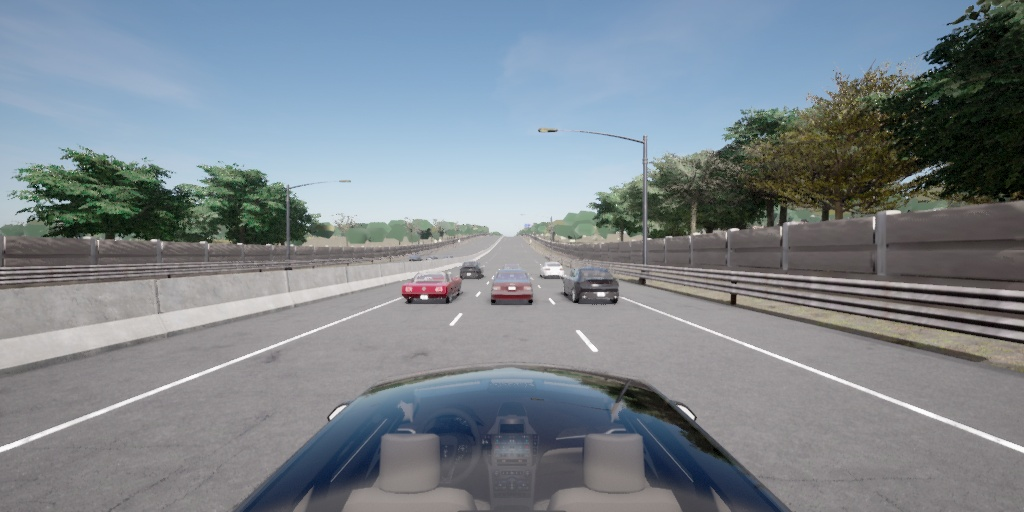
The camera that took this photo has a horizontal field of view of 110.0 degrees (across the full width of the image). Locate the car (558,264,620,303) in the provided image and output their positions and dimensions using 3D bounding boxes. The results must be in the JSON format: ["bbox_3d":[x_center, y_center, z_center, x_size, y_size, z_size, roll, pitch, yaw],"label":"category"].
[{"bbox_3d":[3.500,1.259,16.517,1.837,1.490,4.892,0,0,0],"label":"car"}]

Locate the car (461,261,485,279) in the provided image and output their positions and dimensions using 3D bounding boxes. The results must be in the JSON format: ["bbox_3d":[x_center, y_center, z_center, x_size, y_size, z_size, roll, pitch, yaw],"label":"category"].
[{"bbox_3d":[-3.499,1.213,31.529,1.837,1.490,4.892,0,0,0],"label":"car"}]

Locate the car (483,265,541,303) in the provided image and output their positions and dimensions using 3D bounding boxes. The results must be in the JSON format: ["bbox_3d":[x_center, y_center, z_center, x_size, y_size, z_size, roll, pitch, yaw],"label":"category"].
[{"bbox_3d":[0.000,1.306,16.518,2.033,1.411,5.357,0,0,0],"label":"car"}]

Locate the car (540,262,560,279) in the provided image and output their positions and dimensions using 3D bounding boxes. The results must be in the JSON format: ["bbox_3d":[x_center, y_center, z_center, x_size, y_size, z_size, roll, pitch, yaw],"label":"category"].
[{"bbox_3d":[3.501,1.231,31.530,1.812,1.442,4.674,0,0,0],"label":"car"}]

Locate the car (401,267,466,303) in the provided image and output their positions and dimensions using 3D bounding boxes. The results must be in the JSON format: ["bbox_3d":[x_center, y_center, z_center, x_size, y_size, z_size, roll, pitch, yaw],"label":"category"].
[{"bbox_3d":[-3.500,1.359,16.548,1.895,1.301,4.718,0,0,0],"label":"car"}]
